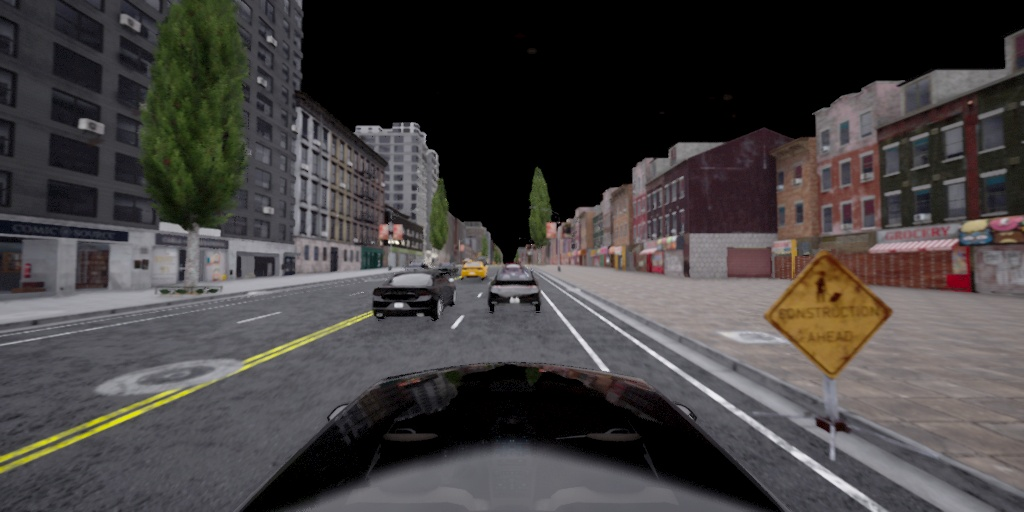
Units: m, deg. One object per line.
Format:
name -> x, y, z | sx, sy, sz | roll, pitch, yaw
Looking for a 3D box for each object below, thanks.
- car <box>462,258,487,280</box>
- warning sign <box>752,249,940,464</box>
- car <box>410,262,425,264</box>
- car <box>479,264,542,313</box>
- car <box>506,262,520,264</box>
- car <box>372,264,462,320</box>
car -> -3.150, 1.209, 30.873 | 1.882, 1.535, 5.008 | 0, 0, 0
warning sign -> 3.225, 0.861, 3.607 | 1.300, 1.860, 1.060 | 0, 0, 0
car -> -9.836, 1.303, 37.140 | 1.994, 1.385, 4.181 | 0, 0, 0
car -> 0.095, 1.220, 13.945 | 2.128, 1.511, 4.902 | 0, 0, 0
car -> 0.099, 1.257, 30.336 | 1.812, 1.442, 4.674 | 0, 0, 0
car -> -3.160, 1.207, 12.489 | 1.882, 1.535, 5.008 | 0, 0, 0
